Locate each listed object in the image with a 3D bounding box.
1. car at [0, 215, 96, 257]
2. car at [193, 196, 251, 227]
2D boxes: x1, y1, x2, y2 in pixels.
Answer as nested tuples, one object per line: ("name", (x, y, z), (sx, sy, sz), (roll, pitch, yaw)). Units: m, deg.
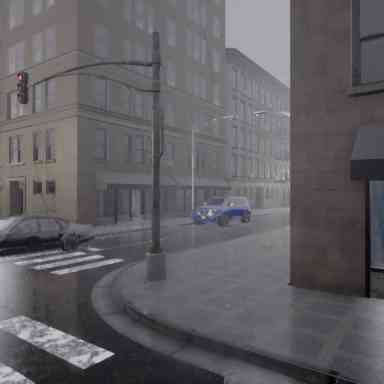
("car", (-6.149, 1.590, 12.218), (2.033, 1.411, 5.357), (0, 0, 35))
("car", (2.341, 1.346, 24.156), (2.150, 2.045, 5.566), (0, 0, 35))
